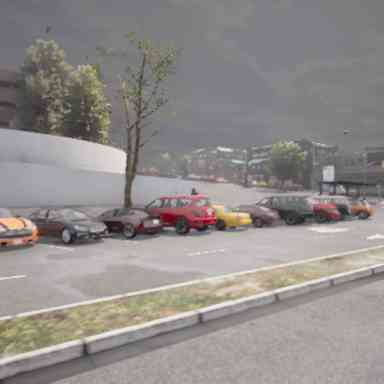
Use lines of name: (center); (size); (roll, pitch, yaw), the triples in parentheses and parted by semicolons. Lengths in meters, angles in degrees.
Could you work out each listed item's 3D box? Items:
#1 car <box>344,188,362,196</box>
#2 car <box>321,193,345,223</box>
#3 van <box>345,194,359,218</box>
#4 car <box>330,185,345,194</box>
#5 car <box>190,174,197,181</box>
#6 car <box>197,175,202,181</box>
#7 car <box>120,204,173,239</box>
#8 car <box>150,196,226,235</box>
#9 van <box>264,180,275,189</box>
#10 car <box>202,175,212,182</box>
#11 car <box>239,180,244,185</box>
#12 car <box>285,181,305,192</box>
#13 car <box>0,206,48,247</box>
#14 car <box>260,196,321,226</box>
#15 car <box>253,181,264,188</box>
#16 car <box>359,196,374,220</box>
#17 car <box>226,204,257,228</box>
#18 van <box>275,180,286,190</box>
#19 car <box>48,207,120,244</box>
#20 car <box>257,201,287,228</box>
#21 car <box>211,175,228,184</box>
car: (28.480, 0.262, 58.172); (2.002, 1.452, 4.674); (7, 3, 35)
car: (8.630, 1.317, 26.263); (5.566, 2.045, 2.435); (-1, -1, 35)
van: (11.169, 1.353, 27.932); (4.442, 1.987, 1.878); (-1, -1, 35)
car: (26.791, -0.300, 60.645); (2.435, 2.045, 5.566); (7, 3, 35)
car: (2.481, -3.958, 95.096); (2.185, 1.767, 4.553); (4, 1, 33)
car: (4.209, -3.723, 92.626); (2.185, 1.767, 4.553); (6, 3, 34)
car: (-3.685, 1.541, 17.604); (4.792, 1.488, 2.163); (-1, -1, 35)
car: (-1.239, 1.271, 19.349); (5.566, 2.045, 2.435); (-1, -1, 35)
van: (18.098, -1.637, 72.869); (1.878, 1.987, 4.442); (7, 3, 35)
car: (6.002, -3.571, 90.159); (2.435, 2.045, 5.566); (7, 3, 34)
car: (12.953, -2.190, 80.385); (2.002, 1.452, 4.674); (7, 3, 35)
car: (21.584, -0.866, 68.033); (2.231, 1.521, 4.892); (7, 3, 35)
car: (-8.572, 1.369, 14.134); (4.553, 1.767, 2.185); (-1, -1, 35)
car: (6.116, 1.306, 24.559); (5.566, 2.045, 2.435); (-1, -1, 35)
car: (16.525, -1.685, 75.601); (1.946, 1.575, 5.366); (7, 3, 35)
car: (13.579, 1.466, 29.682); (4.553, 1.767, 2.185); (-1, -1, 35)
car: (1.081, 1.533, 21.175); (5.366, 1.575, 1.946); (-1, -1, 35)
van: (19.826, -1.364, 70.397); (1.878, 1.987, 4.442); (7, 3, 35)
car: (-6.105, 1.504, 15.859); (4.892, 1.521, 2.231); (-1, -1, 35)
car: (3.688, 1.585, 22.802); (4.674, 1.452, 2.002); (-1, -1, 35)
car: (7.852, -3.048, 87.898); (1.946, 1.575, 5.366); (7, 3, 34)
